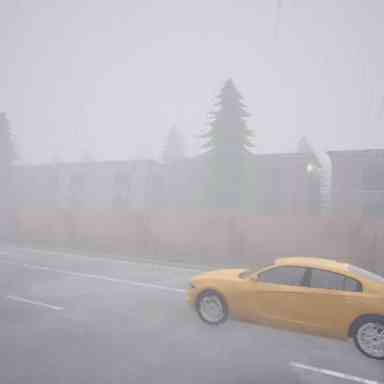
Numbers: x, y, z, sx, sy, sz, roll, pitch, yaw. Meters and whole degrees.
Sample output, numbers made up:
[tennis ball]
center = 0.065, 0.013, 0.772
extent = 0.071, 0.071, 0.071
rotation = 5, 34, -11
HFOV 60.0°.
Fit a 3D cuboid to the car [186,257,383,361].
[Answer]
[car]
center = 2.278, 2.157, 7.147
extent = 5.008, 1.535, 1.882
rotation = 0, -5, 27
